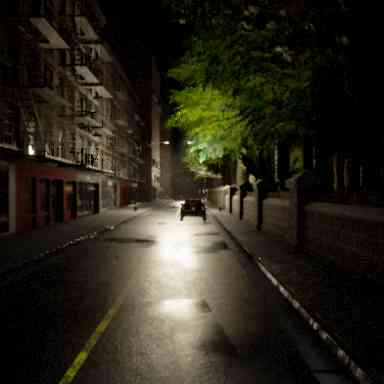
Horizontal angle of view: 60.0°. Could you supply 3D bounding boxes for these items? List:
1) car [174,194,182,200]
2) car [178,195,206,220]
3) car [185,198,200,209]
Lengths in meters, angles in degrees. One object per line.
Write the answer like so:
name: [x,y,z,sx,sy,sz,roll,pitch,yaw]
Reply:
car: [-3.011,1.294,77.739,1.837,1.490,4.892,0,0,0]
car: [0.096,1.365,28.461,2.097,1.767,4.553,0,0,0]
car: [0.094,1.584,46.109,1.994,1.385,4.181,0,0,0]
